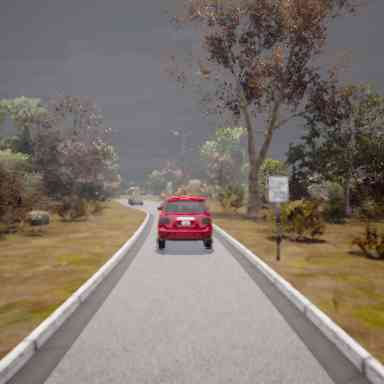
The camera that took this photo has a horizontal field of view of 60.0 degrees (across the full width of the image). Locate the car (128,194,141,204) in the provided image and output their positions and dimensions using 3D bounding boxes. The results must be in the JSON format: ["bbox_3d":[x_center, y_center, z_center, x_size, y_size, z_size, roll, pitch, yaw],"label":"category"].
[{"bbox_3d":[-11.021,1.350,63.409,2.097,1.767,4.553,0,0,-14],"label":"car"}]

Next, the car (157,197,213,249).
[{"bbox_3d":[-0.377,1.222,14.828,2.150,2.045,5.566,0,0,-3],"label":"car"}]

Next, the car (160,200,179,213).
[{"bbox_3d":[-2.652,1.602,37.945,1.895,1.301,4.718,0,0,-8],"label":"car"}]

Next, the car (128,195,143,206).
[{"bbox_3d":[-9.258,1.563,55.706,1.994,1.385,4.181,0,0,-13],"label":"car"}]
